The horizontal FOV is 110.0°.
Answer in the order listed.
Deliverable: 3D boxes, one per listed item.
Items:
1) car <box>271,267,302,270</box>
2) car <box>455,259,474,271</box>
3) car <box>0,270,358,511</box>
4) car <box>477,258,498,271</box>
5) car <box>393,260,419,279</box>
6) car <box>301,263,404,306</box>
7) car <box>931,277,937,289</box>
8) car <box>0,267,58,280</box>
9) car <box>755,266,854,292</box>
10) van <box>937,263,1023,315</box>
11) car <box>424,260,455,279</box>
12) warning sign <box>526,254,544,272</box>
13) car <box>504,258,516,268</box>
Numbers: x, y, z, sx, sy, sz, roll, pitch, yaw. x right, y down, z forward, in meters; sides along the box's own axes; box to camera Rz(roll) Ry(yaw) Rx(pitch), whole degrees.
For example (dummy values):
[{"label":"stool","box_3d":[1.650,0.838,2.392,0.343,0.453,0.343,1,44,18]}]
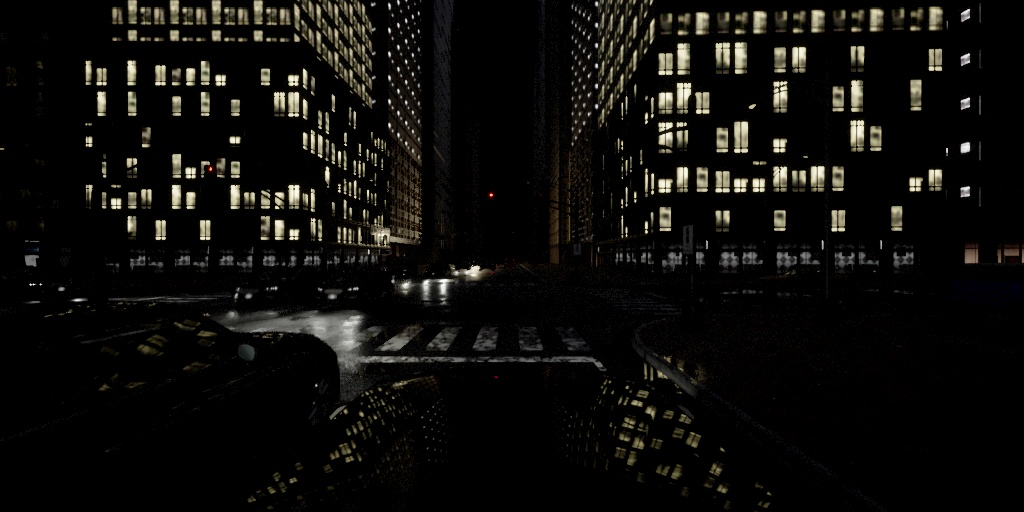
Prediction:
[{"label":"car","box_3d":[-9.936,1.250,15.966,2.128,1.511,4.902,0,0,0]},{"label":"car","box_3d":[-6.893,1.345,50.570,1.812,1.442,4.674,0,0,0]},{"label":"car","box_3d":[-3.155,1.102,2.581,2.097,1.767,4.553,0,0,0]},{"label":"car","box_3d":[-3.457,1.174,51.853,2.097,1.767,4.553,0,0,0]},{"label":"car","box_3d":[-10.039,1.131,32.789,2.097,1.767,4.553,0,0,0]},{"label":"car","box_3d":[-6.684,1.249,15.778,2.128,1.511,4.902,0,0,0]},{"label":"car","box_3d":[26.808,1.356,20.531,4.207,1.307,1.802,0,0,2]},{"label":"car","box_3d":[-23.084,1.250,16.416,4.902,1.511,2.128,0,0,0]},{"label":"car","box_3d":[16.971,1.293,20.956,4.829,1.417,1.751,0,0,2]},{"label":"van","box_3d":[18.292,1.119,12.792,3.998,1.789,1.690,0,0,2]},{"label":"car","box_3d":[-6.793,1.285,33.276,1.837,1.490,4.892,0,0,0]},{"label":"warning sign","box_3d":[2.611,0.910,40.854,1.300,1.860,1.060,0,0,0]},{"label":"car","box_3d":[-0.380,1.426,63.851,1.994,1.385,4.181,0,0,0]}]
